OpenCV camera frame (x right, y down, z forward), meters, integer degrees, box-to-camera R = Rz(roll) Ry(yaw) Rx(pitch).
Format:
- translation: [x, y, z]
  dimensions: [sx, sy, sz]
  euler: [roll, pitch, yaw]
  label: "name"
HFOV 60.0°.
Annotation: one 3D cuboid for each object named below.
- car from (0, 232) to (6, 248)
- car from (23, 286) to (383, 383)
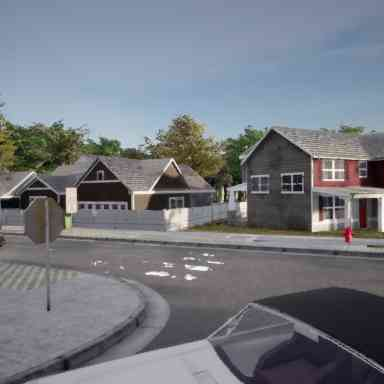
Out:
- translation: [-11.667, 2.291, 17.331]
  dimensions: [4.181, 1.385, 1.994]
  euler: [-2, 0, 30]
  label: "car"
- translation: [0.976, 1.601, 2.554]
  dimensions: [4.718, 1.301, 1.895]
  euler: [0, 0, -26]
  label: "car"
